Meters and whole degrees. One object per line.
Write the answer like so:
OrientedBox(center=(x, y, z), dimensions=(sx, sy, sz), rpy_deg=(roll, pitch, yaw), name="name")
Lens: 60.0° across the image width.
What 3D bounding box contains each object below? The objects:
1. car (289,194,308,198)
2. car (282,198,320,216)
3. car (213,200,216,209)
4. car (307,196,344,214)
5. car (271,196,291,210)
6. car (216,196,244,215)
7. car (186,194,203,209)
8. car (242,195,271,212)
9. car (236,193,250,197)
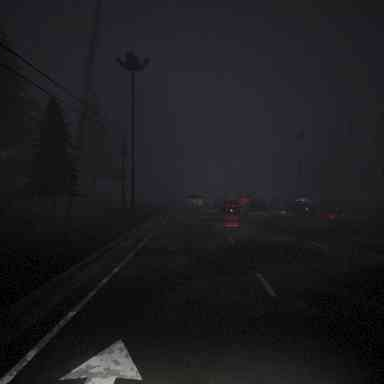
OrientedBox(center=(14.342, 1.221, 45.555), dimensions=(2.150, 2.045, 5.566), rpy_deg=(0, 0, 0), name="car")
OrientedBox(center=(10.783, 1.564, 33.178), dimensions=(1.994, 1.385, 4.181), rpy_deg=(0, 0, 0), name="car")
OrientedBox(center=(3.824, 1.547, 44.430), dimensions=(2.033, 1.411, 5.357), rpy_deg=(0, 0, 1), name="car")
OrientedBox(center=(14.295, 1.491, 35.307), dimensions=(2.128, 1.511, 4.902), rpy_deg=(0, 0, 0), name="car")
OrientedBox(center=(10.819, 1.547, 43.268), dimensions=(2.033, 1.411, 5.357), rpy_deg=(0, 0, 0), name="car")
OrientedBox(center=(3.787, 1.505, 34.053), dimensions=(1.837, 1.490, 4.892), rpy_deg=(0, 0, 0), name="car")
OrientedBox(center=(0.344, 1.221, 44.651), dimensions=(2.150, 2.045, 5.566), rpy_deg=(0, 0, 1), name="car")
OrientedBox(center=(7.313, 1.477, 38.305), dimensions=(1.882, 1.535, 5.008), rpy_deg=(0, 0, 1), name="car")
OrientedBox(center=(7.352, 1.221, 48.317), dimensions=(2.150, 2.045, 5.566), rpy_deg=(0, 0, 1), name="car")
